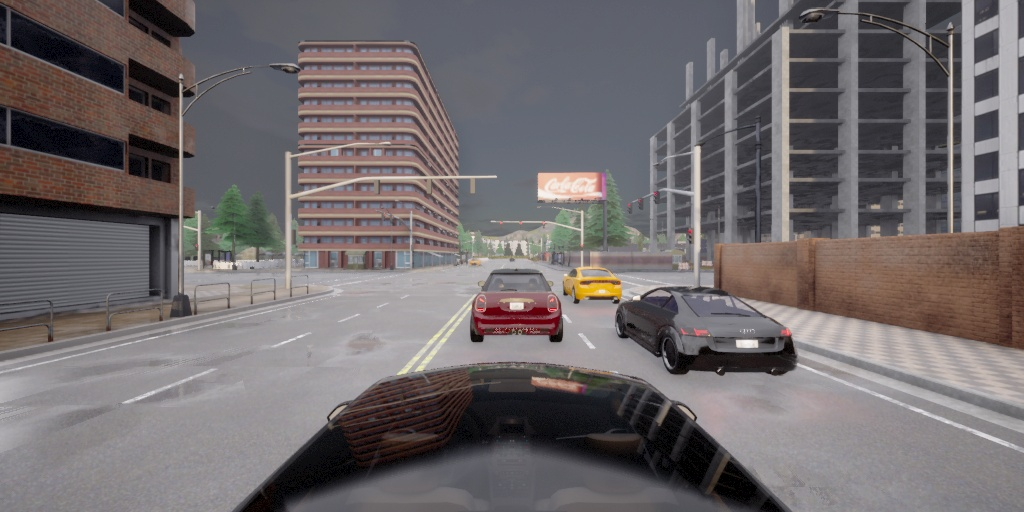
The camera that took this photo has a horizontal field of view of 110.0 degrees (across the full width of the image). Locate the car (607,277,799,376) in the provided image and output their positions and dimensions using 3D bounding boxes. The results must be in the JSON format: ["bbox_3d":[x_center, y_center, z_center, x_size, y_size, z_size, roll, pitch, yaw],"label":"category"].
[{"bbox_3d":[3.601,1.314,7.498,1.994,1.385,4.181,0,0,0],"label":"car"}]

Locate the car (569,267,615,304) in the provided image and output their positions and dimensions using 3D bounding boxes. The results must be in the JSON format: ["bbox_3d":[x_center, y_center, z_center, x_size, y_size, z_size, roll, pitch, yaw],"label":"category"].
[{"bbox_3d":[3.505,1.228,16.431,1.882,1.535,5.008,0,0,0],"label":"car"}]

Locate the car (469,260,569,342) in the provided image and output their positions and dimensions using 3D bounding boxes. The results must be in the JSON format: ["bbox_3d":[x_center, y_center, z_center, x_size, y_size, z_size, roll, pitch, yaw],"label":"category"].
[{"bbox_3d":[0.104,1.102,9.904,2.097,1.767,4.553,0,0,0],"label":"car"}]
